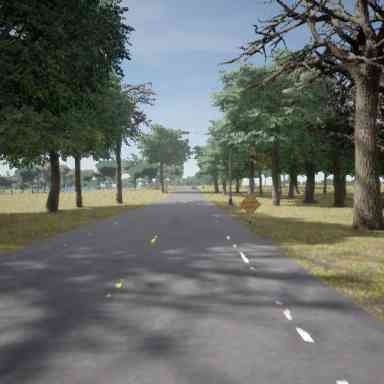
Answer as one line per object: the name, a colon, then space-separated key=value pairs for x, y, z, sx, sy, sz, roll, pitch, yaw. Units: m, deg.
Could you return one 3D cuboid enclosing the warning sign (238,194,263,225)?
warning sign: x=3.561 y=1.042 z=20.354 sx=1.300 sy=1.860 sz=1.060 roll=1 pitch=1 yaw=0
